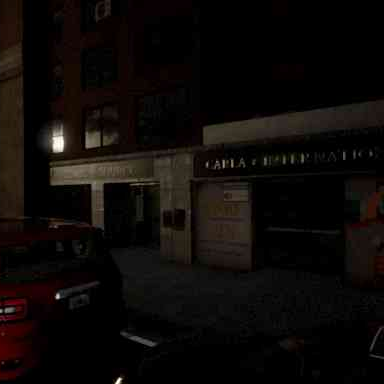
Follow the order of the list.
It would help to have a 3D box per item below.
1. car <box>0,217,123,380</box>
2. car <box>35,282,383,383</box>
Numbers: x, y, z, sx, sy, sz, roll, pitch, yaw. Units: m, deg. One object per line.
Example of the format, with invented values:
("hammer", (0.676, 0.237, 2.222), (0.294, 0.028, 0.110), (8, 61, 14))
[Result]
("car", (-3.214, 1.317, 5.148), (5.009, 1.841, 2.192), (0, -1, 35))
("car", (1.248, 1.551, 1.965), (4.403, 1.369, 2.008), (0, -1, 35))
